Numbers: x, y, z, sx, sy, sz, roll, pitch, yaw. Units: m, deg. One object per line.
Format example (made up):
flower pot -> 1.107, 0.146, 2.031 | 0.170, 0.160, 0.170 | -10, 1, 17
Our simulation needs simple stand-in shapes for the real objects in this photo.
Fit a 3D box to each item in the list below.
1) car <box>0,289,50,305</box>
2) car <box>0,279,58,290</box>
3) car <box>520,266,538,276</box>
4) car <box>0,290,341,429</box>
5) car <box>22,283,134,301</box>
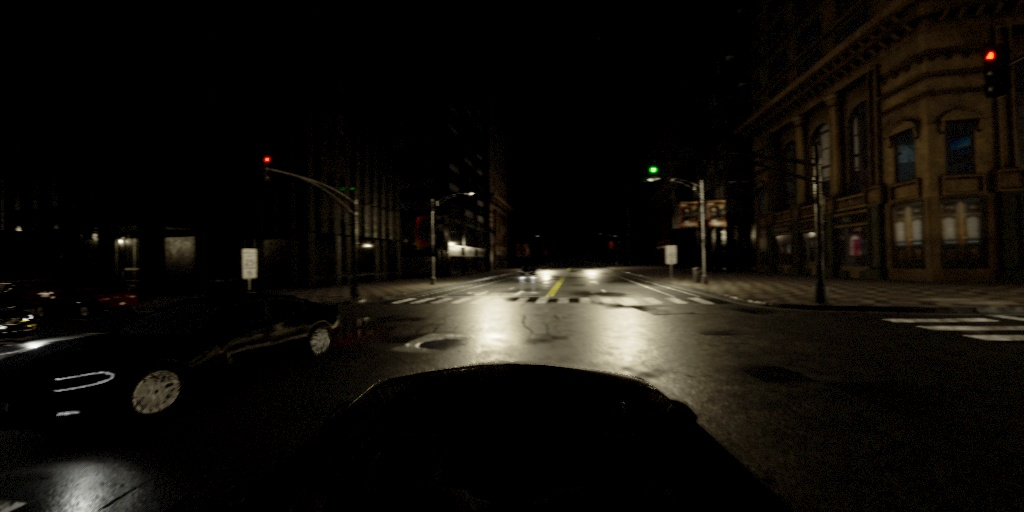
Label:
car -> -17.768, 1.997, 11.230 | 4.892, 1.490, 1.837 | -2, -1, 10
car -> -26.020, 2.188, 18.643 | 5.009, 1.841, 2.192 | 0, 0, 10
car -> 2.342, 2.070, 49.590 | 1.812, 1.442, 4.674 | -1, 0, 10
car -> -5.291, 1.440, 6.465 | 1.882, 1.535, 5.008 | -1, -1, 10
car -> -21.016, 2.242, 17.743 | 4.507, 1.381, 1.888 | 0, 0, 10
